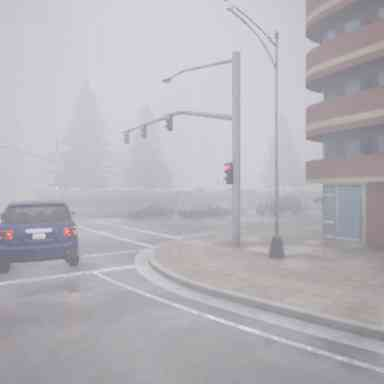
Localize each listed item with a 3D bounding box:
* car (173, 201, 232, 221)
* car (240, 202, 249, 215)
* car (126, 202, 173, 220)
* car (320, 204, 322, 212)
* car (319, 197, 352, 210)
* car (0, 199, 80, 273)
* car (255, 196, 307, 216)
[{"bbox_3d":[1.039,1.767,29.564,4.718,1.301,1.895,0,0,-34],"label":"car"},{"bbox_3d":[3.918,1.671,35.757,5.008,1.535,1.882,0,0,-34],"label":"car"},{"bbox_3d":[-3.712,1.688,30.542,4.674,1.442,1.812,0,0,-34],"label":"car"},{"bbox_3d":[17.730,1.758,40.903,4.674,1.442,1.812,0,0,-34],"label":"car"},{"bbox_3d":[20.220,1.610,46.807,4.553,1.767,2.097,0,0,-34],"label":"car"},{"bbox_3d":[-5.103,1.263,11.185,2.150,2.045,5.566,-1,0,-24],"label":"car"},{"bbox_3d":[9.188,1.420,35.108,5.566,2.045,2.150,0,0,-34],"label":"car"}]
